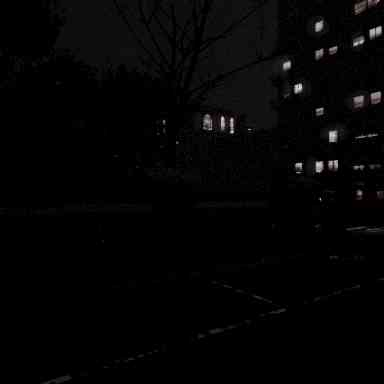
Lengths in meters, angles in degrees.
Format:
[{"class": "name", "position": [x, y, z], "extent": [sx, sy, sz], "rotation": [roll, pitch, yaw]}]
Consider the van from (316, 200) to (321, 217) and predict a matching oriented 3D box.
[{"class": "van", "position": [10.526, 1.646, 32.576], "extent": [1.690, 1.788, 3.998], "rotation": [-1, 0, -36]}]
